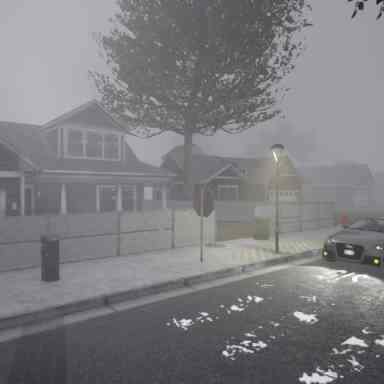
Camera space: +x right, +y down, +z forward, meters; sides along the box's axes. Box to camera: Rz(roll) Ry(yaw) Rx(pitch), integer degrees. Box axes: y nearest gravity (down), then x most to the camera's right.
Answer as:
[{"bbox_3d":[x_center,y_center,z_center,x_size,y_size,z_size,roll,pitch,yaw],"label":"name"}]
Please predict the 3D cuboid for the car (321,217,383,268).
[{"bbox_3d":[5.973,1.527,10.708,4.181,1.385,1.994,0,1,-40],"label":"car"}]
